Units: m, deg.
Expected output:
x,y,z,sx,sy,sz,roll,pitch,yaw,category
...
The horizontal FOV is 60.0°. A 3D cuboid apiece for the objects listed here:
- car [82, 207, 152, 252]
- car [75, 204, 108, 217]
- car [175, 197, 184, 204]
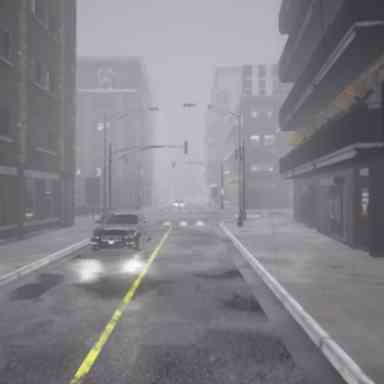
x,y,z,sx,sy,sz,roll,pitch,yaw,category
-2.816,1.540,14.067,1.837,1.490,4.892,0,-1,0,car
-9.565,1.777,33.152,4.718,1.301,1.895,0,-1,2,car
-2.726,1.755,71.394,2.128,1.511,4.902,0,0,0,car
